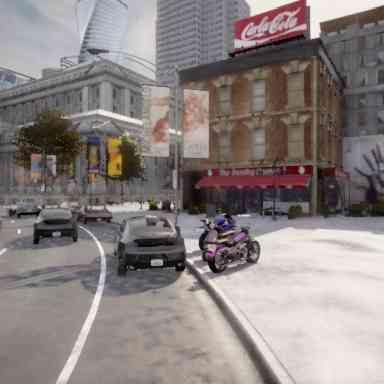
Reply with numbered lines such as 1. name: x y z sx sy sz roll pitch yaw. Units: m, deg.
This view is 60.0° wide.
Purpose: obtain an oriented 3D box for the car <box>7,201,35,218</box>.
1. car: -15.369 1.551 30.336 1.994 1.385 4.181 0 0 -41

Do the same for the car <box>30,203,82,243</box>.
1. car: -6.658 1.503 16.253 1.837 1.490 4.892 0 0 -23

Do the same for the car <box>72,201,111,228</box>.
1. car: -7.348 1.590 24.614 1.895 1.301 4.718 0 0 -28

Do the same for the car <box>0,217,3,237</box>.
1. car: -9.812 1.342 14.736 2.097 1.767 4.553 0 0 -23

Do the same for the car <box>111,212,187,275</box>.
1. car: -1.487 1.504 10.572 1.837 1.490 4.892 0 0 -15

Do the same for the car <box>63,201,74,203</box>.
1. car: -10.641 1.512 29.304 2.002 1.452 4.674 0 0 -38
